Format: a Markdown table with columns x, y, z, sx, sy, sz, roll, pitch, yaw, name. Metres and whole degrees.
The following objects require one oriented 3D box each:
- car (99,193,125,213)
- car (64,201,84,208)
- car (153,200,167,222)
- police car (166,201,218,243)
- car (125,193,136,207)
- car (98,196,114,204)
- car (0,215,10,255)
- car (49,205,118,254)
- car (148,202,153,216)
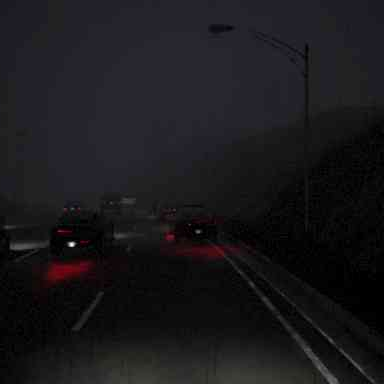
| x | y | z | sx | sy | sz | roll | pitch | yaw | name |
| --- | --- | --- | --- | --- | --- | --- | --- | --- | --- |
| -8.932 | 1.234 | 36.406 | 2.150 | 2.045 | 5.566 | 0 | 0 | -16 | car |
| -11.367 | 1.565 | 32.203 | 2.033 | 1.411 | 5.357 | 0 | 0 | -15 | car |
| -1.714 | 1.506 | 26.231 | 1.837 | 1.490 | 4.892 | 0 | 0 | -12 | car |
| -0.054 | 1.424 | 16.272 | 1.930 | 1.638 | 5.238 | 0 | 0 | -7 | police car |
| -9.897 | 1.235 | 49.918 | 2.150 | 2.045 | 5.566 | 0 | 0 | -23 | car |
| -16.862 | 1.560 | 65.049 | 1.812 | 1.442 | 4.674 | 0 | 0 | -30 | car |
| -7.520 | 1.517 | 10.382 | 1.837 | 1.490 | 4.892 | 0 | 0 | -5 | car |
| -4.348 | 1.511 | 13.668 | 1.837 | 1.490 | 4.892 | 0 | 0 | -6 | car |
| -3.077 | 1.481 | 32.203 | 1.882 | 1.535 | 5.008 | 0 | 0 | -14 | car |
